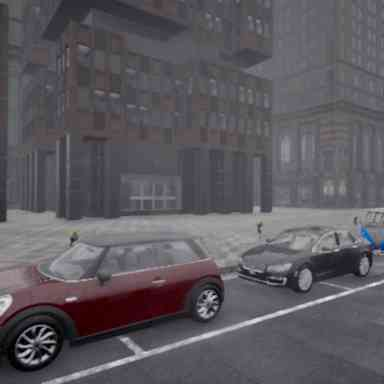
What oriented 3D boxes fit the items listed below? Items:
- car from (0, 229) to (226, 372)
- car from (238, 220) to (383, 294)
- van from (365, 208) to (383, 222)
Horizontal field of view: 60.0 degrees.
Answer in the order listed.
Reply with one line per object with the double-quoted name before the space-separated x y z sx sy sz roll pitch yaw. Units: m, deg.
"car" -1.456 1.458 5.611 4.097 1.590 1.967 1 0 -36
"car" 3.166 1.620 8.907 4.403 1.369 2.008 1 0 -36
"van" 7.789 1.462 12.206 3.998 1.788 1.690 1 0 -36
